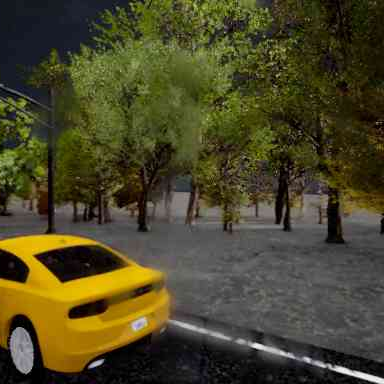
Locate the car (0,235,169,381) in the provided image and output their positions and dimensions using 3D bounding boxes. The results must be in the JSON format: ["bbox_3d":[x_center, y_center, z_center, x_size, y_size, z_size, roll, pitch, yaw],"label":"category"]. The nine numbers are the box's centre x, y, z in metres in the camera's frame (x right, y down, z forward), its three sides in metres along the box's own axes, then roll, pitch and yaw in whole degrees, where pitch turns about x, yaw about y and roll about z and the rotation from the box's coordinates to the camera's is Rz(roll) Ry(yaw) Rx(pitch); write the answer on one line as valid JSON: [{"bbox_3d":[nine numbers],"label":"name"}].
[{"bbox_3d":[-2.672,1.481,5.605,5.008,1.535,1.882,1,0,35],"label":"car"}]
